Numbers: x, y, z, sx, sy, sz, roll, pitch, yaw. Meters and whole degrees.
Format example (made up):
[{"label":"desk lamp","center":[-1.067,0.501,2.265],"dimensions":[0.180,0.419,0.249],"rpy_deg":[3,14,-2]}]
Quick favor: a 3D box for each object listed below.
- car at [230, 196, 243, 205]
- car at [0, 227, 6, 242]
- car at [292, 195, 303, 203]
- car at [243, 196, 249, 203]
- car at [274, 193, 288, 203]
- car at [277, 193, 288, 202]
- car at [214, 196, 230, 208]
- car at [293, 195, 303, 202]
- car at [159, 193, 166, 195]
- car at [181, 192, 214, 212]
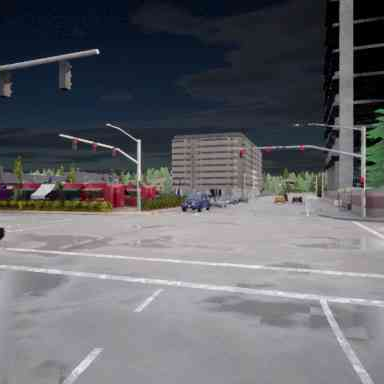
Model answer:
[{"label":"car","center":[6.844,1.491,57.666],"dimensions":[2.128,1.511,4.902],"rpy_deg":[0,0,19]},{"label":"car","center":[-8.702,1.600,11.264],"dimensions":[1.895,1.301,4.718],"rpy_deg":[0,0,8]},{"label":"car","center":[21.419,1.478,67.598],"dimensions":[1.882,1.535,5.008],"rpy_deg":[0,0,19]},{"label":"car","center":[10.314,1.547,67.656],"dimensions":[2.033,1.411,5.357],"rpy_deg":[0,0,19]},{"label":"car","center":[18.205,1.478,69.000],"dimensions":[1.882,1.535,5.008],"rpy_deg":[0,0,19]},{"label":"car","center":[21.513,1.225,78.819],"dimensions":[2.150,2.045,5.566],"rpy_deg":[0,0,19]},{"label":"car","center":[3.724,1.601,48.548],"dimensions":[1.895,1.301,4.718],"rpy_deg":[0,0,19]},{"label":"car","center":[24.708,1.525,77.343],"dimensions":[2.128,1.511,4.902],"rpy_deg":[0,0,19]},{"label":"car","center":[-8.000,1.209,81.429],"dimensions":[4.605,1.855,1.932],"rpy_deg":[0,0,19]},{"label":"car","center":[0.580,1.221,39.305],"dimensions":[2.150,2.045,5.566],"rpy_deg":[0,0,19]}]
